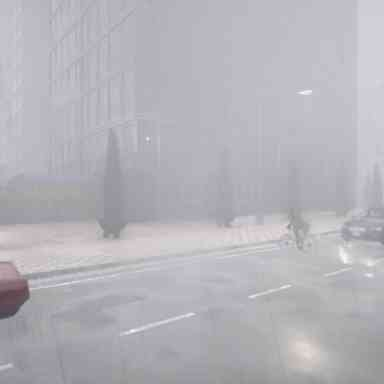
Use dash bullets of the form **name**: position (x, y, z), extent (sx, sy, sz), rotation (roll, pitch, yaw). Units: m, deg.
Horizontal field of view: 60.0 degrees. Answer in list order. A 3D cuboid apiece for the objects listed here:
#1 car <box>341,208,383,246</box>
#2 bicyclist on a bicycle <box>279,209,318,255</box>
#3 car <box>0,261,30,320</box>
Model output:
- **car**: position (8.766, 1.491, 15.338), extent (4.902, 1.511, 2.128), rotation (0, 0, -38)
- **bicyclist on a bicycle**: position (3.846, 1.455, 12.163), extent (0.582, 1.620, 1.656), rotation (0, -2, -38)
- **car**: position (-5.040, 1.601, 4.746), extent (4.718, 1.301, 1.895), rotation (0, 0, -35)
